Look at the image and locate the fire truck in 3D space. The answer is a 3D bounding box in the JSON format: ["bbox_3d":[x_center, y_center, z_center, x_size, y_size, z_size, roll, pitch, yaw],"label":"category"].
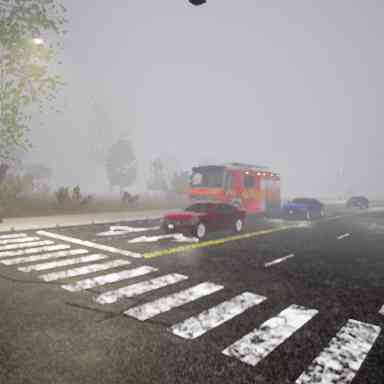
[{"bbox_3d":[3.354,-0.094,24.006,2.891,3.827,8.468,3,2,39],"label":"fire truck"}]

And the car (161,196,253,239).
[{"bbox_3d":[0.687,1.153,15.710,1.882,1.535,5.008,3,2,39],"label":"car"}]

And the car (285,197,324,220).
[{"bbox_3d":[8.632,1.179,25.612,1.882,1.535,5.008,3,2,39],"label":"car"}]

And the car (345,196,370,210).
[{"bbox_3d":[19.417,1.242,38.977,1.837,1.490,4.892,3,1,39],"label":"car"}]
